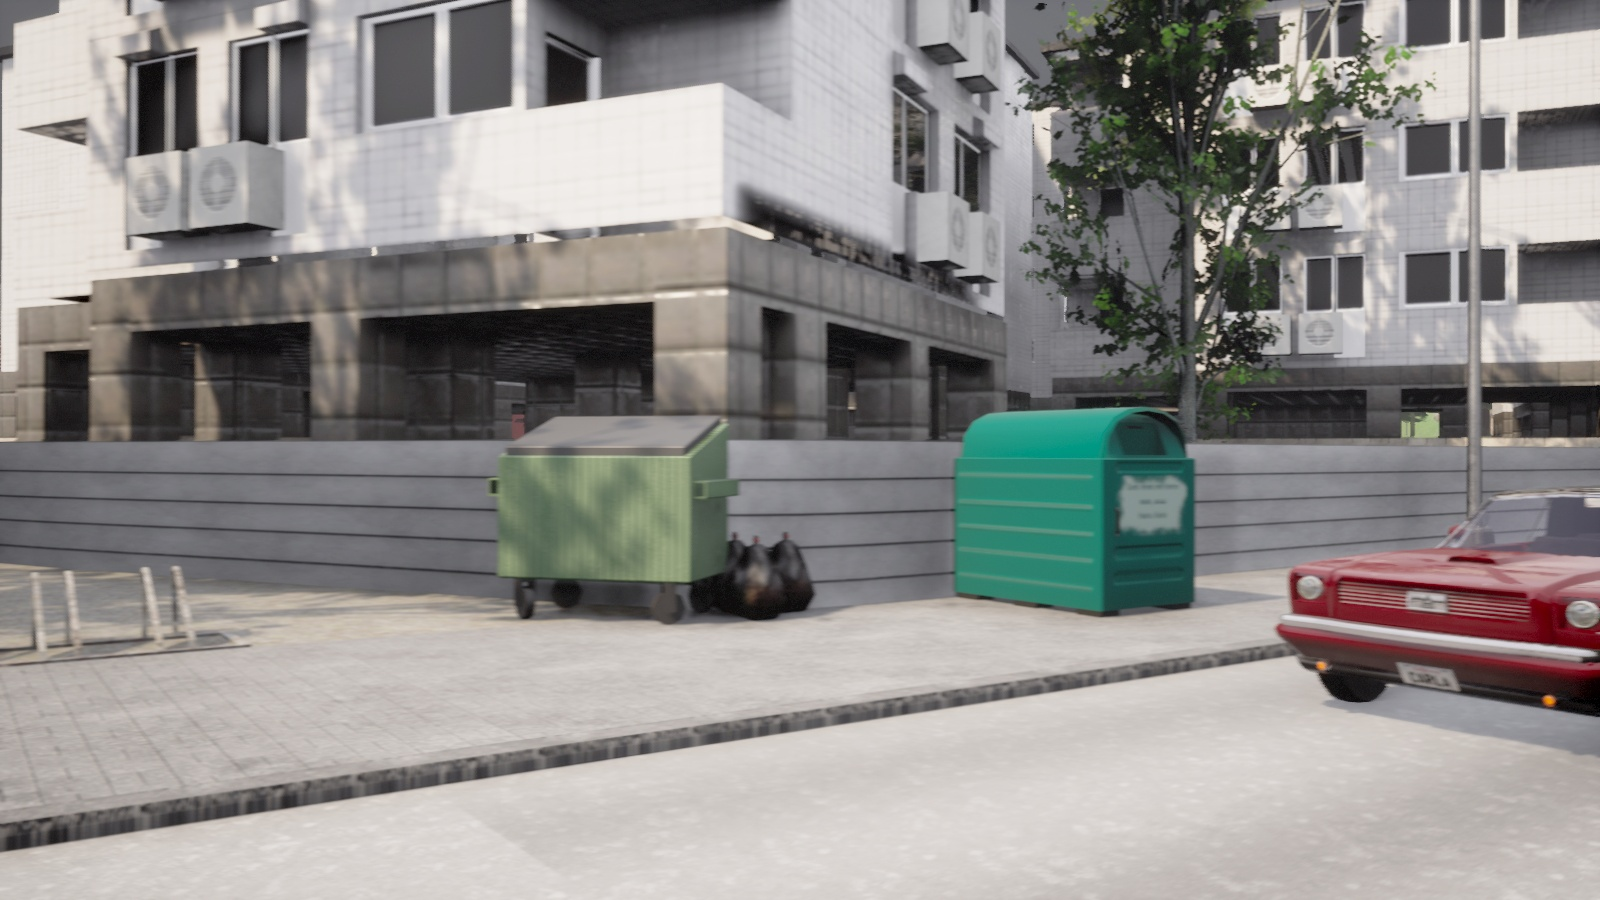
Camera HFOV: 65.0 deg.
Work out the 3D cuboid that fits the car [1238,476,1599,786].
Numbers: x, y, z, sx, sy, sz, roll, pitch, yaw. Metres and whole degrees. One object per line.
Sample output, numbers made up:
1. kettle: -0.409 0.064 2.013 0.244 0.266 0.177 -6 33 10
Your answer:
1. car: 4.976 0.854 7.733 4.718 1.301 1.895 0 0 -35
